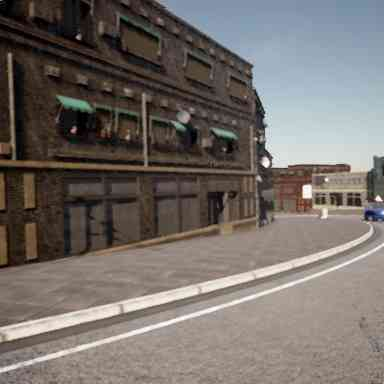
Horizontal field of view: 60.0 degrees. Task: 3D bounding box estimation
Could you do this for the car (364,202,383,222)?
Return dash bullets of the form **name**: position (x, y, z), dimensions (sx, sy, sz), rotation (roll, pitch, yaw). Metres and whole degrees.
- **car**: position (19.992, 2.121, 35.364), dimensions (2.150, 2.045, 5.566), rotation (-1, -3, 13)
